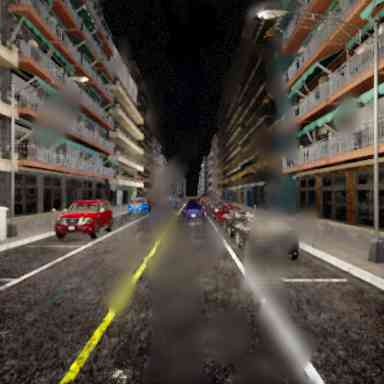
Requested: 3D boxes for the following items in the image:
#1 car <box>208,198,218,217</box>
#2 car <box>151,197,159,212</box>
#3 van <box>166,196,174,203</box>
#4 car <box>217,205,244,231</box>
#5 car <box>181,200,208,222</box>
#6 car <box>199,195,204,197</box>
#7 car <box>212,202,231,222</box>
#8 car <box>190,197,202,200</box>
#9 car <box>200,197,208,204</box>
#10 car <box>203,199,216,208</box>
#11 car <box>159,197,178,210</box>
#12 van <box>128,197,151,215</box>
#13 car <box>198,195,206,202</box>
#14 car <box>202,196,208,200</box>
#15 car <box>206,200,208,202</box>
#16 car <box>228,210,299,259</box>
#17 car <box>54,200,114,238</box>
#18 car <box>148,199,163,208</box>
[{"bbox_3d":[2.698,1.560,29.497,1.967,1.590,4.097,0,0,0],"label":"car"},{"bbox_3d":[-5.680,1.492,40.845,2.192,1.841,5.009,0,0,0],"label":"car"},{"bbox_3d":[-5.669,1.812,86.140,1.690,1.788,3.998,0,0,0],"label":"van"},{"bbox_3d":[2.696,1.624,18.174,2.008,1.369,4.403,0,0,0],"label":"car"},{"bbox_3d":[0.108,1.637,27.623,1.812,1.442,4.674,0,0,0],"label":"car"},{"bbox_3d":[2.707,1.859,63.466,1.887,1.381,4.507,0,0,0],"label":"car"},{"bbox_3d":[2.697,1.640,23.837,1.887,1.381,4.507,0,0,0],"label":"car"},{"bbox_3d":[0.112,1.727,45.160,1.812,1.442,4.674,0,0,0],"label":"car"},{"bbox_3d":[2.709,1.914,74.960,1.752,1.417,4.829,0,0,0],"label":"car"},{"bbox_3d":[2.704,1.771,52.312,1.752,1.417,4.829,0,0,0],"label":"car"},{"bbox_3d":[-2.998,1.758,46.651,2.033,1.411,5.357,0,0,1],"label":"car"},{"bbox_3d":[-5.680,1.487,35.185,1.690,1.788,3.998,0,0,0],"label":"van"},{"bbox_3d":[2.713,1.830,91.775,2.192,1.841,5.009,0,0,0],"label":"car"},{"bbox_3d":[2.702,1.649,46.480,1.967,1.590,4.097,0,0,0],"label":"car"},{"bbox_3d":[2.699,1.727,35.160,1.802,1.307,4.206,0,0,0],"label":"car"},{"bbox_3d":[2.694,1.601,12.512,2.008,1.369,4.403,0,0,0],"label":"car"},{"bbox_3d":[-5.685,1.388,18.198,2.192,1.841,5.009,0,0,0],"label":"car"},{"bbox_3d":[-5.677,1.790,52.167,1.887,1.381,4.507,0,0,0],"label":"car"}]
